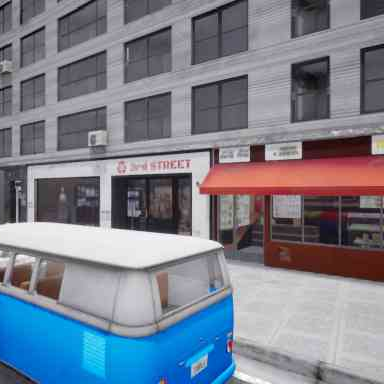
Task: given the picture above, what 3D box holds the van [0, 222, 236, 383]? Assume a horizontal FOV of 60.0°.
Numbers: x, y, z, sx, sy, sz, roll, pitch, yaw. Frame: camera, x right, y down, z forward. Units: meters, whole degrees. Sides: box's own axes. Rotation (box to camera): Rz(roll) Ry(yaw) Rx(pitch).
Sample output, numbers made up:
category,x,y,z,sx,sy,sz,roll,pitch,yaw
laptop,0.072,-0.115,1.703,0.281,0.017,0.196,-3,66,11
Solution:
category,x,y,z,sx,sy,sz,roll,pitch,yaw
van,-1.434,1.341,4.110,3.998,1.788,1.690,0,0,36
